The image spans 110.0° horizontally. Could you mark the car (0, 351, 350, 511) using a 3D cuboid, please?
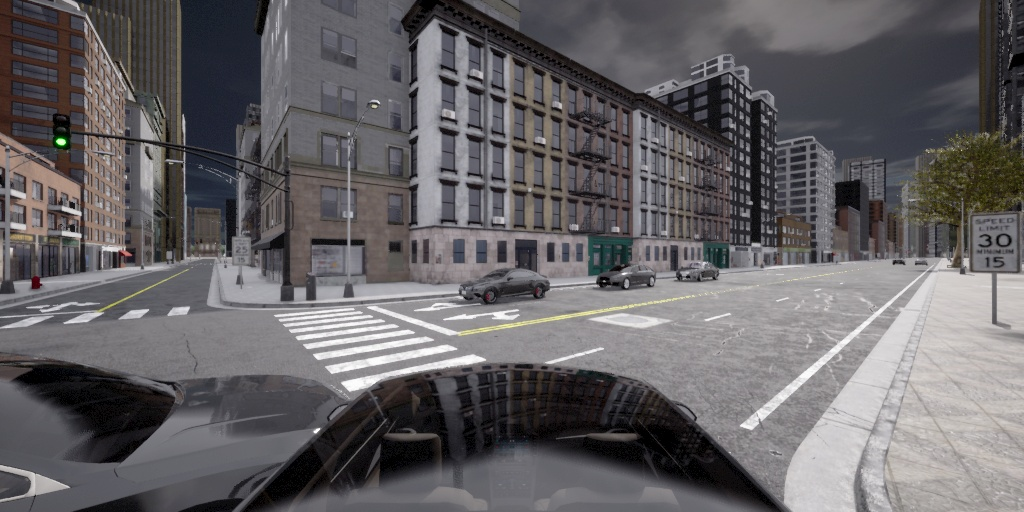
[{"bbox_3d":[-3.242,1.257,1.617,4.892,1.490,1.837,0,0,-35],"label":"car"}]

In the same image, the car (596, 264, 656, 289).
[{"bbox_3d":[7.379,1.256,22.941,4.892,1.490,1.837,0,0,-40],"label":"car"}]

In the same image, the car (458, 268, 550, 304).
[{"bbox_3d":[-0.237,1.285,16.625,4.674,1.442,1.812,0,0,-40],"label":"car"}]

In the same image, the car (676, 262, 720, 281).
[{"bbox_3d":[15.311,1.233,29.507,4.902,1.511,2.128,0,0,-40],"label":"car"}]
